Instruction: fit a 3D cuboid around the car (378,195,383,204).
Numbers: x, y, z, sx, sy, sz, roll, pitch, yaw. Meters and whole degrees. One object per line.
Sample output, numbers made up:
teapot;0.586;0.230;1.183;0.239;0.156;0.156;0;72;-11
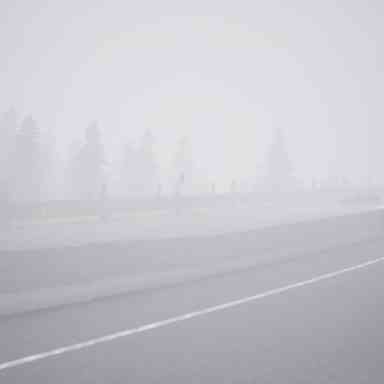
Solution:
car;19.557;0.537;30.825;4.181;1.385;1.994;-3;1;-35

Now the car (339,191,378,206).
car;16.745;0.607;33.124;4.718;1.301;1.895;-3;1;-35
